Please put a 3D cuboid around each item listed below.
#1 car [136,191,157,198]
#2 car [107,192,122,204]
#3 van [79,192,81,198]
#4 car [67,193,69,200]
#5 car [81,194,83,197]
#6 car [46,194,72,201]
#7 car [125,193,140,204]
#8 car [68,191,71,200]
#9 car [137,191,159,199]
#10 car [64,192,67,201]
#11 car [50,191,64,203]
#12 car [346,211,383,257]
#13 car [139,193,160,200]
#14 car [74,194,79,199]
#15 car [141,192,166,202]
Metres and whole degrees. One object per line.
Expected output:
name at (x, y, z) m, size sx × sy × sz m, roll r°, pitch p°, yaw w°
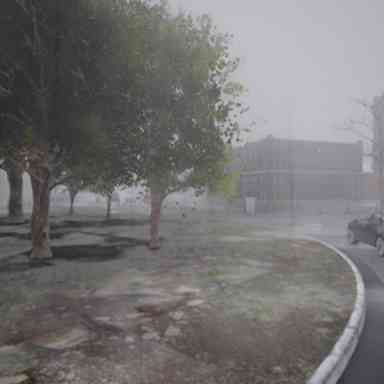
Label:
car at (-12.662, 0.675, 92.800) m, size 5.566 × 2.045 × 2.435 m, roll 0°, pitch 1°, yaw -11°
car at (-13.722, 1.068, 58.120) m, size 2.150 × 2.045 × 5.566 m, roll 0°, pitch 0°, yaw -12°
van at (-31.627, 0.774, 85.277) m, size 4.442 × 1.987 × 1.878 m, roll 0°, pitch 1°, yaw -11°
car at (-28.684, 1.253, 68.997) m, size 4.674 × 1.452 × 2.002 m, roll 0°, pitch 1°, yaw -11°
car at (-32.257, 0.963, 87.967) m, size 5.008 × 1.535 × 2.097 m, roll 0°, pitch 1°, yaw -11°
car at (-29.712, 1.150, 74.419) m, size 4.892 × 1.521 × 2.231 m, roll 0°, pitch 1°, yaw -11°
car at (-10.966, 1.385, 59.422) m, size 2.033 × 1.411 × 5.357 m, roll 0°, pitch 0°, yaw -12°
car at (-29.165, 1.057, 71.710) m, size 4.553 × 1.767 × 2.185 m, roll 0°, pitch 1°, yaw -11°
car at (-11.560, 0.754, 87.224) m, size 5.566 × 2.045 × 2.435 m, roll 0°, pitch 1°, yaw -11°
car at (-28.183, 1.243, 66.286) m, size 5.008 × 1.535 × 2.097 m, roll 0°, pitch 1°, yaw -11°
car at (-27.637, 1.144, 63.577) m, size 4.553 × 1.767 × 2.185 m, roll 0°, pitch 1°, yaw -11°
car at (7.510, 1.473, 12.686) m, size 2.128 × 1.511 × 4.902 m, roll 0°, pitch 0°, yaw 7°
car at (-10.595, 1.082, 81.881) m, size 5.008 × 1.535 × 2.097 m, roll 0°, pitch 1°, yaw -11°
car at (-30.751, 0.823, 79.830) m, size 5.566 × 2.045 × 2.435 m, roll 0°, pitch 1°, yaw -11°
car at (-7.551, 1.300, 65.479) m, size 4.792 × 1.488 × 2.163 m, roll 0°, pitch 0°, yaw -11°
